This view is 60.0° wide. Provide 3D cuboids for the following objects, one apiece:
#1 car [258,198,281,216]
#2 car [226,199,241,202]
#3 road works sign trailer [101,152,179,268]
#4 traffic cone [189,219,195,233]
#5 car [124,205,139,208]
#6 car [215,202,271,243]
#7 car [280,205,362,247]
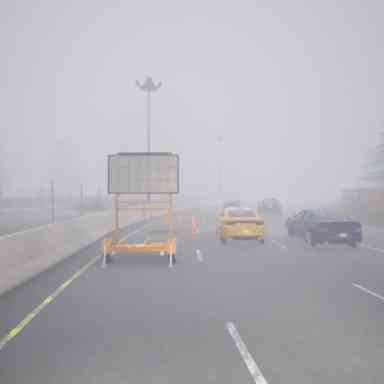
[{"bbox_3d":[7.513,1.349,32.297,2.097,1.767,4.553,0,0,11],"label":"car"},{"bbox_3d":[4.249,1.499,33.833,1.837,1.490,4.892,0,-1,12],"label":"car"},{"bbox_3d":[-1.613,0.463,11.318,2.380,3.560,2.880,0,0,1],"label":"road works sign trailer"},{"bbox_3d":[0.003,1.953,18.290,0.340,0.580,0.340,0,0,1],"label":"traffic cone"},{"bbox_3d":[-7.394,1.347,45.321,2.097,1.767,4.553,0,0,17],"label":"car"},{"bbox_3d":[2.209,1.476,16.067,1.882,1.535,5.008,0,0,0],"label":"car"},{"bbox_3d":[5.693,1.476,15.005,1.882,1.535,5.008,0,0,0],"label":"car"}]
